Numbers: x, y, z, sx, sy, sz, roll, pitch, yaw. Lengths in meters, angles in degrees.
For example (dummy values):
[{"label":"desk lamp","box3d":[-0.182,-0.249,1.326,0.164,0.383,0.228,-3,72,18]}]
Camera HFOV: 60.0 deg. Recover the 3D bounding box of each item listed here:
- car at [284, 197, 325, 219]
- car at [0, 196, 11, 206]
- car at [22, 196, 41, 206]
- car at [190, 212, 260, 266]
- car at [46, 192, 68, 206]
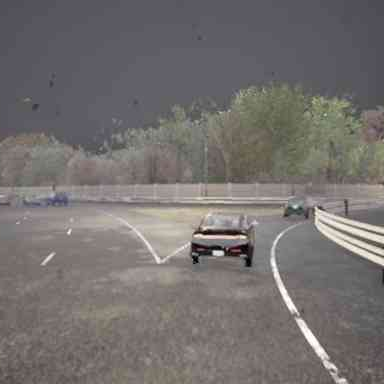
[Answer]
[{"label":"car","box3d":[9.521,1.219,27.895,2.097,1.767,4.553,0,0,40]},{"label":"car","box3d":[-28.022,1.332,48.920,1.994,1.385,4.181,0,0,-37]},{"label":"car","box3d":[-23.725,1.313,49.082,2.033,1.411,5.357,0,0,-35]},{"label":"car","box3d":[1.227,1.437,11.421,2.128,1.511,4.902,0,0,12]},{"label":"car","box3d":[-20.498,0.979,50.518,2.150,2.045,5.566,0,0,-35]}]
